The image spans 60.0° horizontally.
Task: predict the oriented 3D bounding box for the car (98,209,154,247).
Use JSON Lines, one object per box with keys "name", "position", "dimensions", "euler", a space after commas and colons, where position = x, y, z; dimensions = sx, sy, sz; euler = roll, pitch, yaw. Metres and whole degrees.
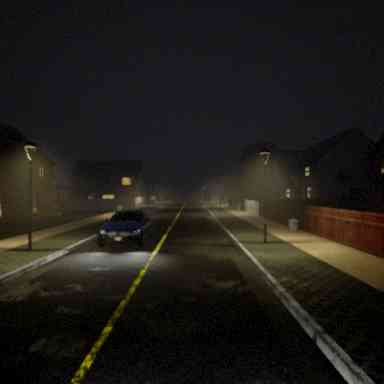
{"name": "car", "position": [-2.835, 1.540, 15.127], "dimensions": [1.812, 1.442, 4.674], "euler": [0, 0, 0]}
